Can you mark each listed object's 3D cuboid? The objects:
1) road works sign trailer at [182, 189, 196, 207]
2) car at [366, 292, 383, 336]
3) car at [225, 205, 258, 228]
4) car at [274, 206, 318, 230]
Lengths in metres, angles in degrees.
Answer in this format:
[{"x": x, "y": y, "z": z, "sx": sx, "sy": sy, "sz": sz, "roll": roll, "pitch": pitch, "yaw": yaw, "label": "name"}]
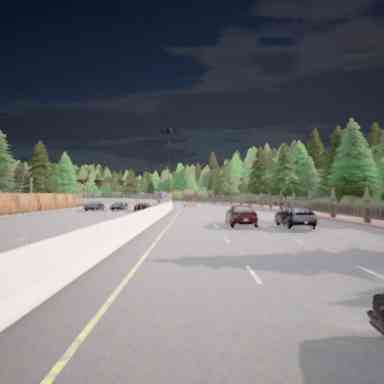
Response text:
[{"x": -0.591, "y": 1.124, "z": 65.018, "sx": 2.380, "sy": 3.560, "sz": 2.880, "roll": 0, "pitch": -1, "yaw": -10, "label": "road works sign trailer"}, {"x": 3.600, "y": 1.576, "z": 2.658, "sx": 2.033, "sy": 1.411, "sz": 5.357, "roll": 0, "pitch": -1, "yaw": 0, "label": "car"}, {"x": 3.602, "y": 1.729, "z": 24.682, "sx": 1.882, "sy": 1.535, "sz": 5.008, "roll": 0, "pitch": -1, "yaw": 0, "label": "car"}, {"x": 7.102, "y": 1.726, "z": 23.099, "sx": 2.128, "sy": 1.511, "sz": 4.902, "roll": 0, "pitch": -1, "yaw": 0, "label": "car"}]
